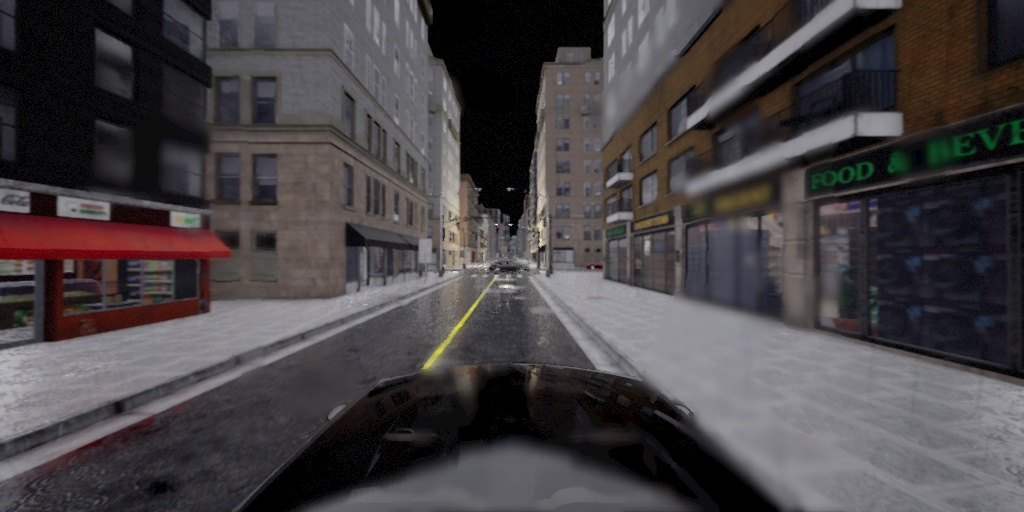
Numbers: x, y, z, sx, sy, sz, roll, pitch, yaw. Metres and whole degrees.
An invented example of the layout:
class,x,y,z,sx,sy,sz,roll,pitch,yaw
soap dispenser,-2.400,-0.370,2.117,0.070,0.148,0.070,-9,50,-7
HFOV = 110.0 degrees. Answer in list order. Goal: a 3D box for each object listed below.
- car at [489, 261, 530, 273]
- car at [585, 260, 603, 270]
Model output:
class,x,y,z,sx,sy,sz,roll,pitch,yaw
car,-0.300,1.296,42.612,4.892,1.490,1.837,0,0,0
car,12.136,1.159,48.384,4.507,1.381,1.888,0,0,0
